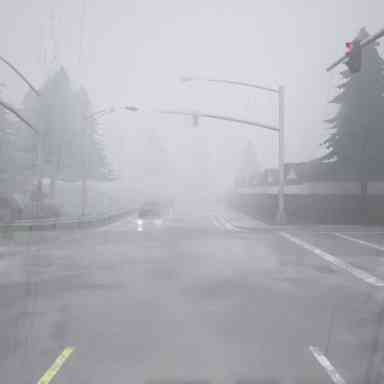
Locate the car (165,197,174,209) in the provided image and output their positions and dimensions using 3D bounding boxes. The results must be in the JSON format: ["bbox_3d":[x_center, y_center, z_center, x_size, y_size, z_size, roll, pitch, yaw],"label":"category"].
[{"bbox_3d":[-3.513,1.507,46.141,1.837,1.490,4.892,0,0,1],"label":"car"}]

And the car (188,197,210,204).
[{"bbox_3d":[1.373,1.578,61.812,4.181,1.385,1.994,0,0,-37],"label":"car"}]

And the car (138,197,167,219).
[{"bbox_3d":[-3.609,1.502,29.615,1.837,1.490,4.892,0,1,0],"label":"car"}]

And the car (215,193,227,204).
[{"bbox_3d":[6.889,1.206,60.906,5.566,2.045,2.150,0,0,-22],"label":"car"}]
